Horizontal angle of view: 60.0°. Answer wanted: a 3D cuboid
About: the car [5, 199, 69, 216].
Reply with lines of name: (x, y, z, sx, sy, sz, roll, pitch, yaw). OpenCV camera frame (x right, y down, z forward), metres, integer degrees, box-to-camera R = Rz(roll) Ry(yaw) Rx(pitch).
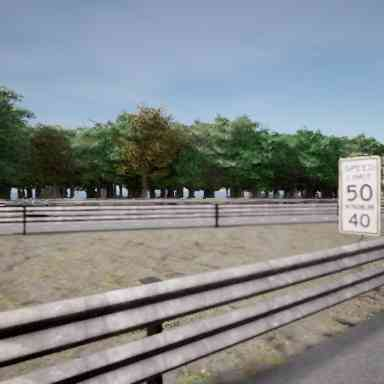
car: (-12.586, 1.348, 27.109, 4.902, 1.511, 2.128, 0, 0, -22)
